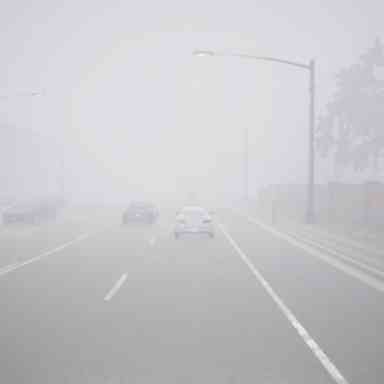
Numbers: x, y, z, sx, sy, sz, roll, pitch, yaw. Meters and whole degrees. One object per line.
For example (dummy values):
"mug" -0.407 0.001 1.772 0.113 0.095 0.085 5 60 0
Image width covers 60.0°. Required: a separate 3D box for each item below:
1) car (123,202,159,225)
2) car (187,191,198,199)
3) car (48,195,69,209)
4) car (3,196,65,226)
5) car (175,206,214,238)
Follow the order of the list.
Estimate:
"car" -3.401 1.376 22.600 1.994 1.385 4.181 0 1 0
"car" 0.103 0.499 58.049 2.033 1.411 5.357 0 1 0
"car" -14.011 1.088 33.337 2.128 1.511 4.902 0 1 0
"car" -10.565 1.294 22.224 1.882 1.535 5.008 0 1 0
"car" 0.101 1.417 16.852 1.812 1.442 4.674 0 1 0
